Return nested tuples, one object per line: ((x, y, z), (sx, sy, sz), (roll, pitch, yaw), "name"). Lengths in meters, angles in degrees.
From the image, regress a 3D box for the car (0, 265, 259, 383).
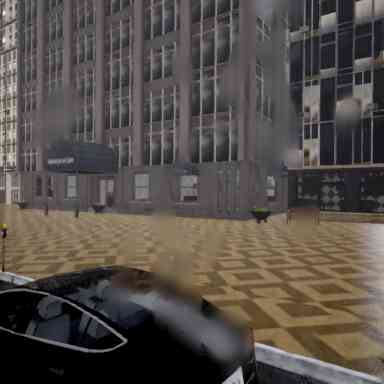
((-1.367, 1.565, 3.841), (4.313, 1.339, 1.947), (0, 1, 35), "car")
